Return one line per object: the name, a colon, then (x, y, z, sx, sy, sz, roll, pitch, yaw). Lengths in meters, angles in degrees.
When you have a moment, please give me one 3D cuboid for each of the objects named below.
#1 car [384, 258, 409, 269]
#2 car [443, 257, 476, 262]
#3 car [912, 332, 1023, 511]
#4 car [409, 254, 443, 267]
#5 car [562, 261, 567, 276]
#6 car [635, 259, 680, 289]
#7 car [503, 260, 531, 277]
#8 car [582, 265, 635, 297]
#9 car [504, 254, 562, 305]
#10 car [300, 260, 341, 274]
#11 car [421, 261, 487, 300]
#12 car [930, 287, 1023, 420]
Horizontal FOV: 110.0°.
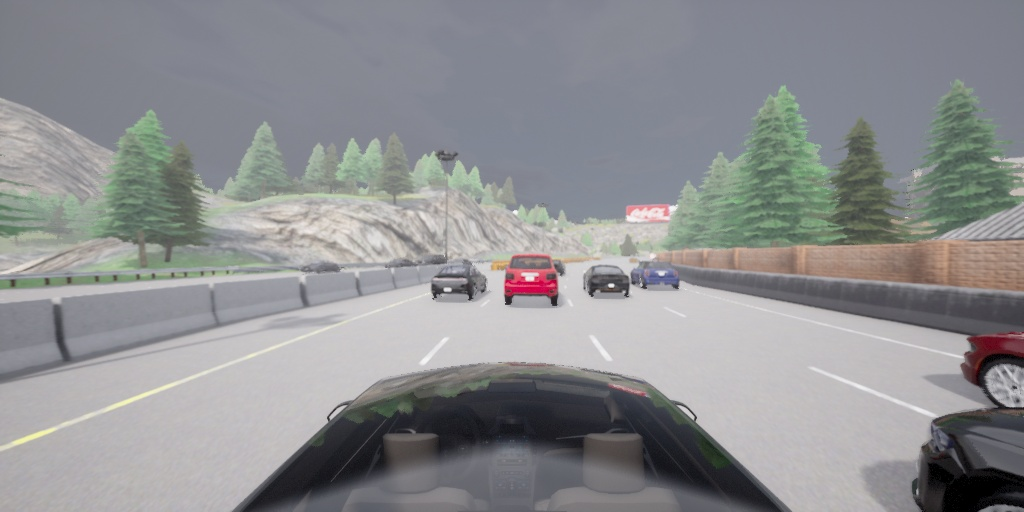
car: (-14.673, 1.066, 46.861, 1.837, 1.490, 4.892, 0, 0, 16)
car: (-7.003, 1.080, 48.181, 1.837, 1.490, 4.892, 0, 0, 17)
car: (3.663, 1.254, 0.377, 2.128, 1.511, 4.902, 0, 0, 0)
car: (-10.841, 0.790, 47.601, 2.150, 2.045, 5.566, 0, 0, 16)
car: (4.351, 1.148, 35.885, 1.837, 1.490, 4.892, 0, 0, 13)
car: (8.874, 1.052, 22.639, 2.097, 1.767, 4.553, 0, 0, 8)
car: (0.577, 1.162, 35.137, 1.812, 1.442, 4.674, 0, 0, 13)
car: (4.784, 1.181, 18.692, 1.882, 1.535, 5.008, 0, 0, 7)
car: (0.950, 0.925, 15.993, 2.150, 2.045, 5.566, 0, 0, 6)
car: (-20.396, 1.138, 38.314, 1.994, 1.385, 4.181, 0, 0, 13)
car: (-2.409, 1.182, 17.275, 2.128, 1.511, 4.902, 0, 0, 6)
car: (7.187, 1.241, 2.865, 1.882, 1.535, 5.008, 0, 0, 1)
